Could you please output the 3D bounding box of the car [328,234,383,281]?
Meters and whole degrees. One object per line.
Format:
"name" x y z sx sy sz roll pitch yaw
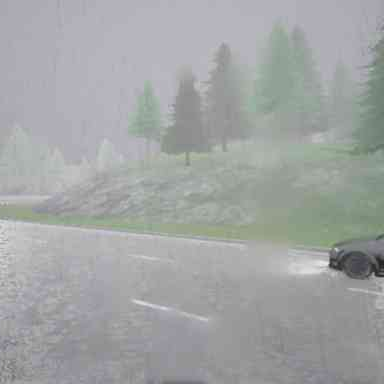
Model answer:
"car" 5.761 1.564 8.481 4.181 1.385 1.994 0 0 36
